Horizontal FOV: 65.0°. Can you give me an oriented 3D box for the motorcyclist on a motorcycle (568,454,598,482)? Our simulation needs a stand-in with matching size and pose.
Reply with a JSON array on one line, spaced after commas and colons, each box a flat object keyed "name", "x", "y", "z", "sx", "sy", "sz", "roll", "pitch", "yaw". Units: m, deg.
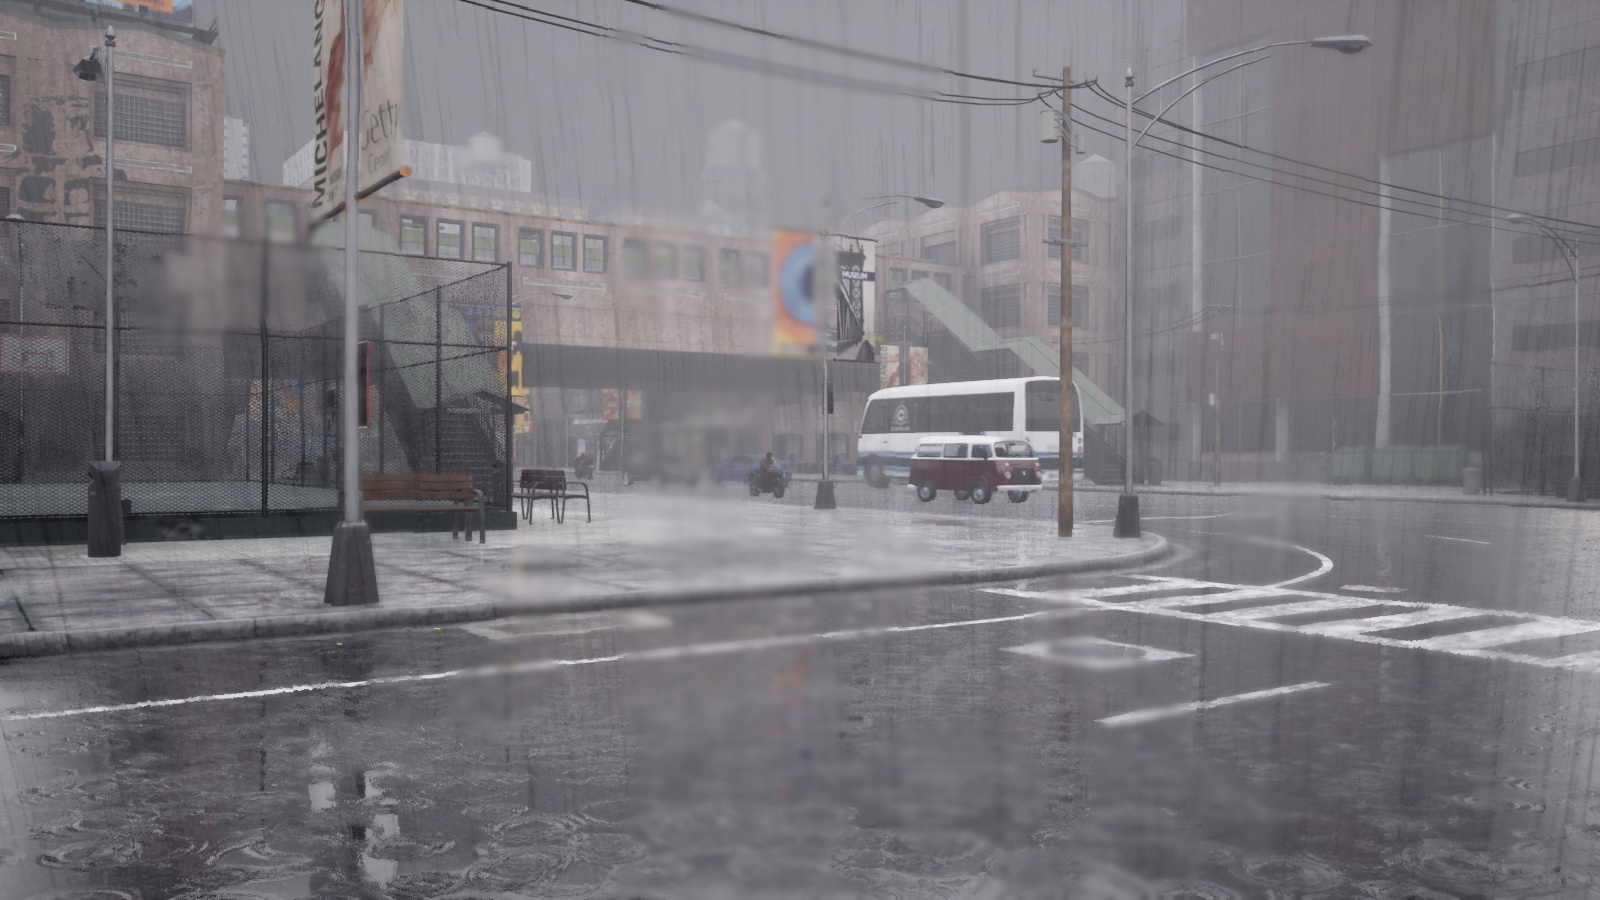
[{"name": "motorcyclist on a motorcycle", "x": -12.153, "y": 0.977, "z": 70.259, "sx": 0.866, "sy": 1.530, "sz": 2.191, "roll": 0, "pitch": 0, "yaw": -34}]

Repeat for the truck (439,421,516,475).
[{"name": "truck", "x": -24.373, "y": -0.137, "z": 94.579, "sx": 2.891, "sy": 3.827, "sz": 8.468, "roll": 0, "pitch": 0, "yaw": -34}]

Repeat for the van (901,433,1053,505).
[{"name": "van", "x": 5.283, "y": 0.550, "z": 37.985, "sx": 2.069, "sy": 2.038, "sz": 4.480, "roll": 0, "pitch": 0, "yaw": -34}]

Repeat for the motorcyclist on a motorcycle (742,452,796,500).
[{"name": "motorcyclist on a motorcycle", "x": -1.024, "y": 0.830, "z": 41.068, "sx": 0.797, "sy": 1.523, "sz": 2.044, "roll": 0, "pitch": 0, "yaw": -34}]

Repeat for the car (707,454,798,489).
[{"name": "car", "x": -2.149, "y": 0.910, "z": 55.235, "sx": 1.812, "sy": 1.442, "sz": 4.674, "roll": 0, "pitch": 0, "yaw": -34}]

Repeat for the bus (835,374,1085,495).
[{"name": "bus", "x": 5.989, "y": -0.523, "z": 49.441, "sx": 3.944, "sy": 4.253, "sz": 10.273, "roll": 0, "pitch": 0, "yaw": -34}]

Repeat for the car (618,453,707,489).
[{"name": "car", "x": -6.050, "y": 0.897, "z": 54.763, "sx": 1.837, "sy": 1.490, "sz": 4.892, "roll": 0, "pitch": 0, "yaw": -34}]
